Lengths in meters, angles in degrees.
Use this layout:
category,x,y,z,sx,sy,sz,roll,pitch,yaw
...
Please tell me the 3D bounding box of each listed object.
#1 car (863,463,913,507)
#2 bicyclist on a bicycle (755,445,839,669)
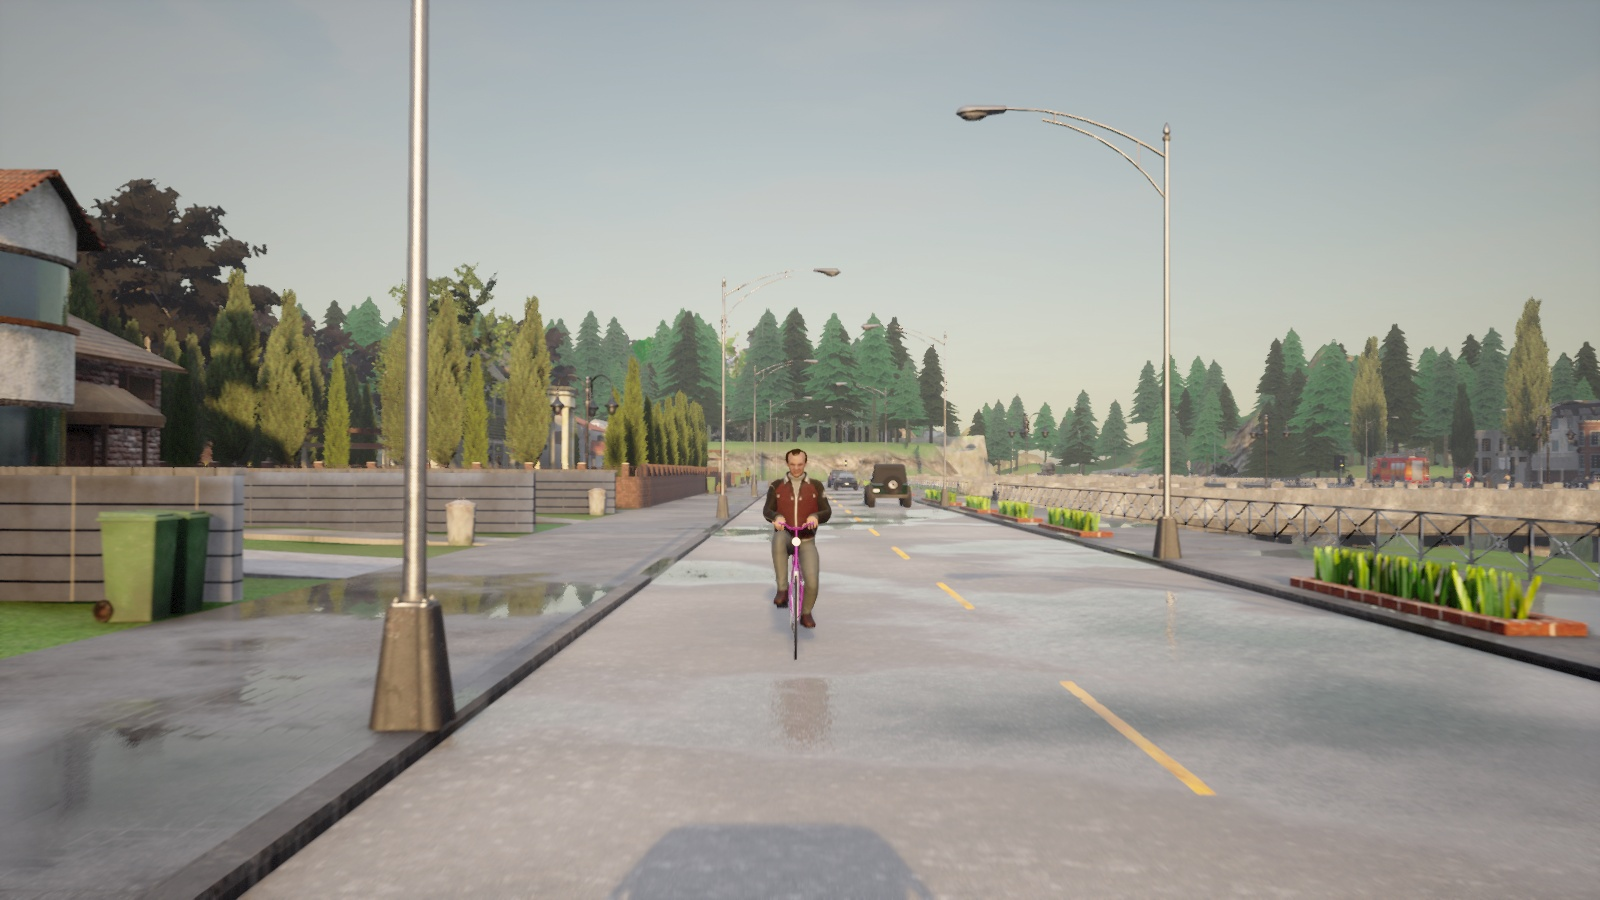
category,x,y,z,sx,sy,sz,roll,pitch,yaw
car,3.869,1.526,55.600,1.905,1.878,3.866,0,-1,0
bicyclist on a bicycle,-0.026,0.868,10.908,0.659,1.776,1.843,0,-1,0
